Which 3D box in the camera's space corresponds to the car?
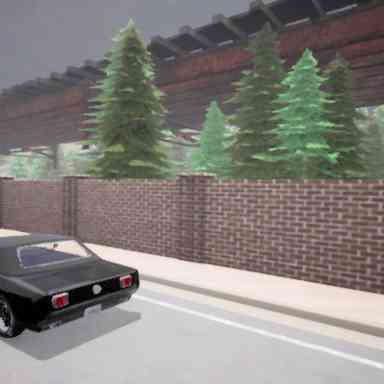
[{"bbox_3d":[-3.303,1.468,6.344,4.718,1.301,1.895,1,1,36],"label":"car"}]
